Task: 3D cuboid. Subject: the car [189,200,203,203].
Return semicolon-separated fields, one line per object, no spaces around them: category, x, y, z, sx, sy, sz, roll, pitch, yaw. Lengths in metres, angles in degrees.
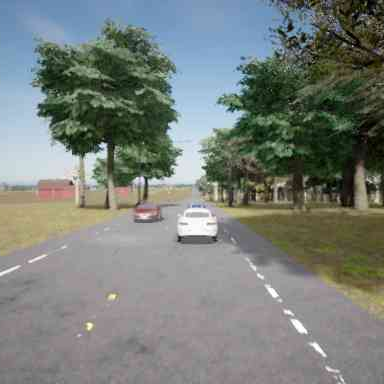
car;0.459;1.581;36.699;1.895;1.301;4.718;0;0;1

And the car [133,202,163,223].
car;-3.264;1.483;25.268;1.812;1.442;4.674;0;0;1

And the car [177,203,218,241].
car;0.247;1.498;16.318;1.812;1.442;4.674;0;0;1
